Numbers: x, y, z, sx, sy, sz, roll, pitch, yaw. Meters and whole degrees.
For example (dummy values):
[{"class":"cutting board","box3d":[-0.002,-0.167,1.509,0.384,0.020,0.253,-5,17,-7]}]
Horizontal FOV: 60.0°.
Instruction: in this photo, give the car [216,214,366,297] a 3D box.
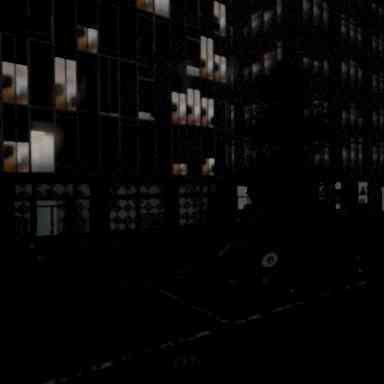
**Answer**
[{"class":"car","box3d":[2.535,1.399,8.378,4.097,1.590,1.967,0,0,-35]}]
